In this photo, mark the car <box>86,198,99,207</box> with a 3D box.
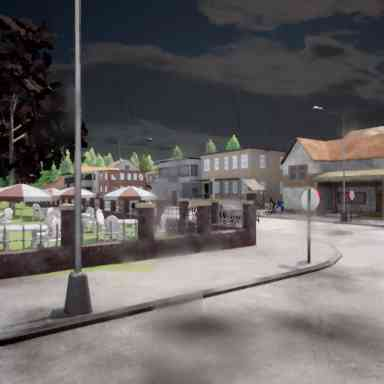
[{"bbox_3d":[-14.771,1.519,48.489,1.812,1.442,4.674,0,0,-35],"label":"car"}]

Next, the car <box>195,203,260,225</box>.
[{"bbox_3d":[2.399,1.542,24.210,2.033,1.411,5.357,0,0,-35],"label":"car"}]

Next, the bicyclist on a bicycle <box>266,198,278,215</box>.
[{"bbox_3d":[7.565,1.341,31.435,1.656,1.620,0.582,0,0,-35],"label":"bicyclist on a bicycle"}]

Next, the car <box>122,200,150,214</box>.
[{"bbox_3d":[-5.828,1.346,35.786,2.097,1.767,4.553,0,0,-35],"label":"car"}]
